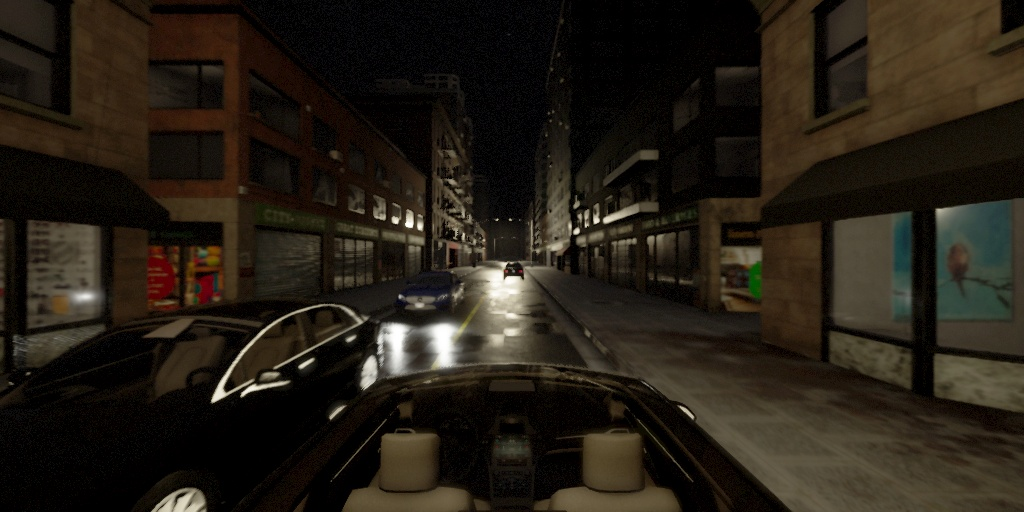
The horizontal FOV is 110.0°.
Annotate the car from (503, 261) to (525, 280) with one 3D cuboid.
[{"bbox_3d":[0.137,1.287,31.135,2.033,1.411,5.357,0,0,1],"label":"car"}]

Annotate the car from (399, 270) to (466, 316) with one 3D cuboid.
[{"bbox_3d":[-2.831,1.266,13.405,1.812,1.442,4.674,0,0,0],"label":"car"}]

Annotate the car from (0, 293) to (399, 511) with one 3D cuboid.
[{"bbox_3d":[-2.851,1.250,3.529,1.837,1.490,4.892,0,0,0],"label":"car"}]
